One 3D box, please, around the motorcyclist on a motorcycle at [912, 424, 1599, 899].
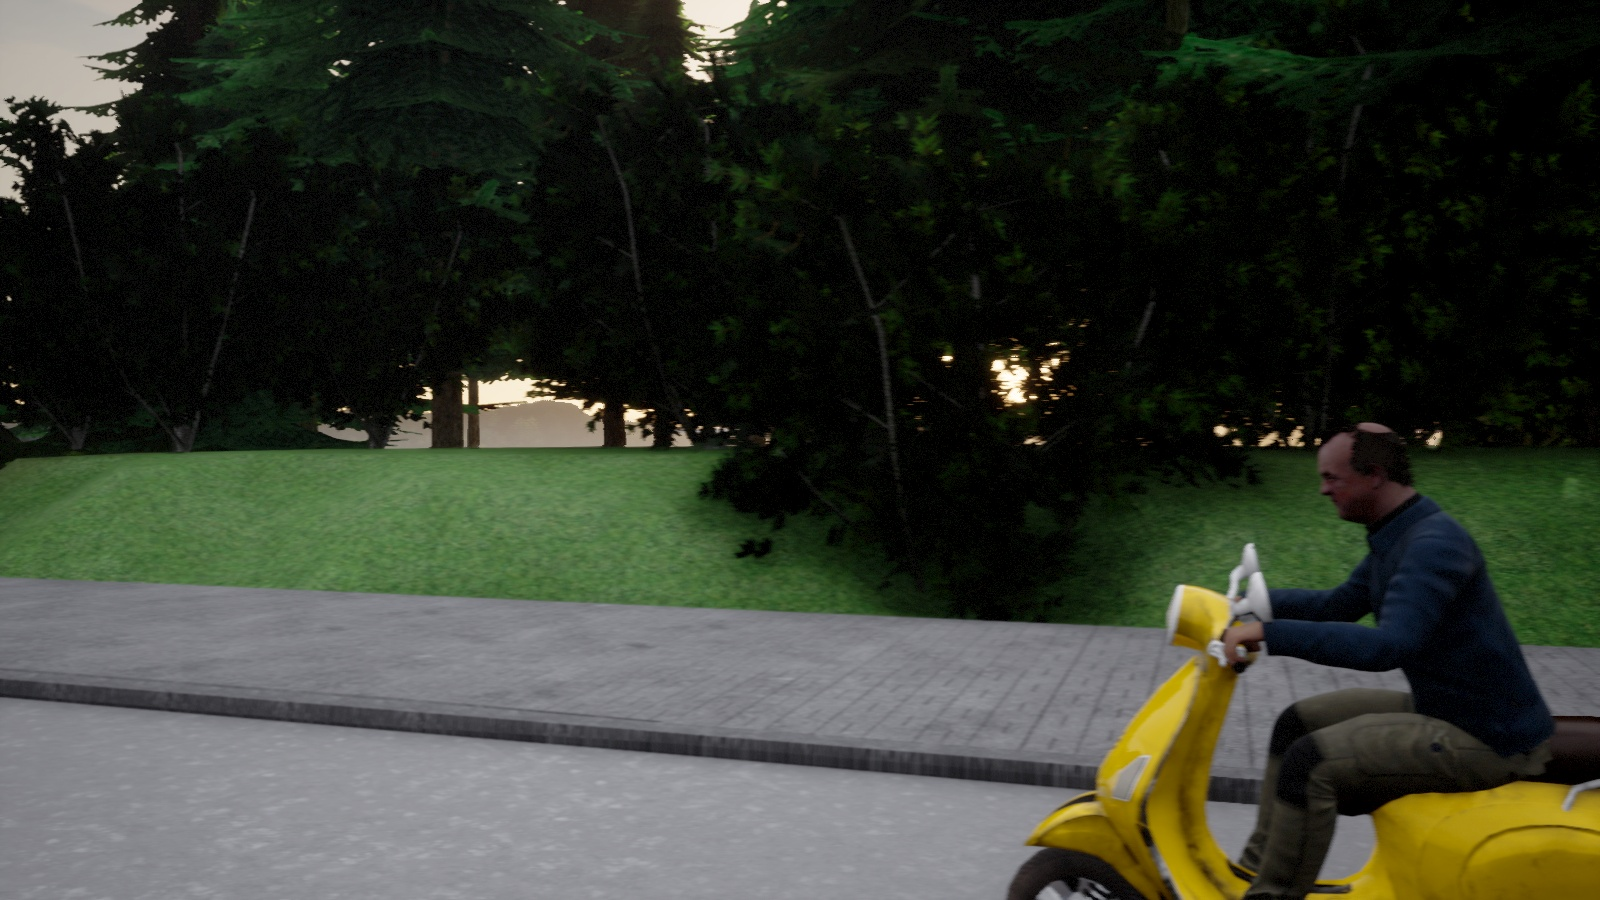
[{"bbox_3d":[1.283,0.732,3.288,1.817,1.590,0.866,1,1,19],"label":"motorcyclist on a motorcycle"}]
